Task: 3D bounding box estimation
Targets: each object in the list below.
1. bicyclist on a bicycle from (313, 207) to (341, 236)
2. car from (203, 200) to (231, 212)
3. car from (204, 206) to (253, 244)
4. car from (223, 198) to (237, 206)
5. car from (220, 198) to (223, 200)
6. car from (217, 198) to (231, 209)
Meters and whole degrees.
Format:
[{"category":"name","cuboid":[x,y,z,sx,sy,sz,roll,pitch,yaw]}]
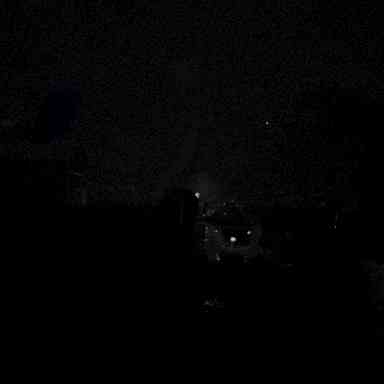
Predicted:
[{"category":"bicyclist on a bicycle","cuboid":[7.856,1.719,19.310,1.656,1.620,0.582,1,-1,1]},{"category":"car","cuboid":[2.057,1.730,28.712,1.812,1.442,4.674,1,-1,1]},{"category":"car","cuboid":[1.821,1.659,16.897,2.033,1.411,5.357,1,0,1]},{"category":"car","cuboid":[5.383,2.009,48.168,1.994,1.385,4.181,1,-1,2]},{"category":"car","cuboid":[2.335,1.805,40.940,2.128,1.511,4.902,1,-1,2]},{"category":"car","cuboid":[5.590,1.911,58.055,2.097,1.767,4.553,1,-1,1]}]
